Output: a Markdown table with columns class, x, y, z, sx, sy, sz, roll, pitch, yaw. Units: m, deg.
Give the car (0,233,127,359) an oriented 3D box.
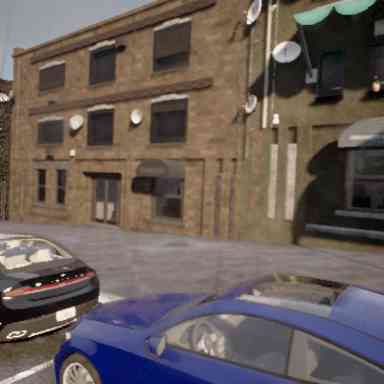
| class | x | y | z | sx | sy | sz | roll | pitch | yaw |
| --- | --- | --- | --- | --- | --- | --- | --- | --- | --- |
| car | -3.802 | 1.522 | 6.244 | 4.892 | 1.521 | 2.231 | 0 | 0 | 35 |
